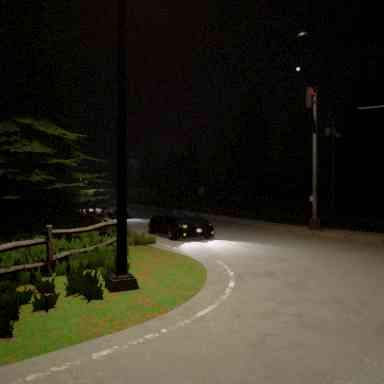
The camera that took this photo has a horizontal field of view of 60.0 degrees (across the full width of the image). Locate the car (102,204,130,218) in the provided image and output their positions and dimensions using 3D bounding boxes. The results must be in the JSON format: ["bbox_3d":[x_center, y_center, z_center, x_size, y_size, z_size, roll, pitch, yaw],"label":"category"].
[{"bbox_3d":[-6.719,1.499,29.056,1.812,1.442,4.674,0,0,-24],"label":"car"}]

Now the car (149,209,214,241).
[{"bbox_3d":[-0.653,1.536,16.624,1.994,1.385,4.181,0,0,-29],"label":"car"}]

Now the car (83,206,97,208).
[{"bbox_3d":[-14.229,1.462,45.911,2.128,1.511,4.902,0,0,-24],"label":"car"}]
